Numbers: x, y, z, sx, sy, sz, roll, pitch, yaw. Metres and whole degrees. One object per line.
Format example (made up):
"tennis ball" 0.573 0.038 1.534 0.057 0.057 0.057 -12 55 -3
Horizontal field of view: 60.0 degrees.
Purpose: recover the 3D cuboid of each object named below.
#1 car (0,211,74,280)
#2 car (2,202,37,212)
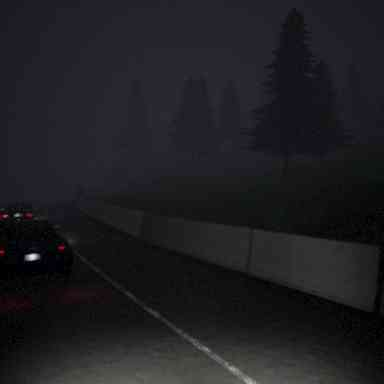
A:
"car" -4.707 1.474 9.510 1.994 1.385 4.181 0 1 -30
"car" -10.959 1.349 21.126 2.033 1.411 5.357 0 1 -26
